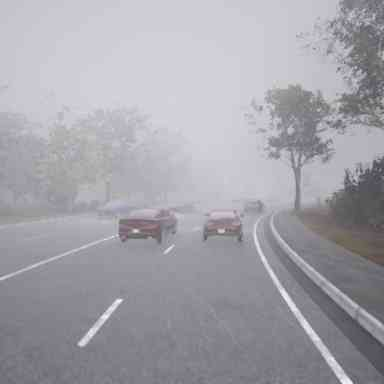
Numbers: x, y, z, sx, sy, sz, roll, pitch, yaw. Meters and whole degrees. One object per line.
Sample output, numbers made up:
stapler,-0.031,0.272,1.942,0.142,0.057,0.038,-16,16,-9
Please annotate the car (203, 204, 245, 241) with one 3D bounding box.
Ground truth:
car,1.630,1.535,16.807,1.812,1.442,4.674,0,0,9

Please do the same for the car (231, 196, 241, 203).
car,9.719,1.565,66.688,2.033,1.411,5.357,0,0,31

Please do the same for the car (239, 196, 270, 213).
car,7.103,1.528,37.536,2.128,1.511,4.902,0,0,20

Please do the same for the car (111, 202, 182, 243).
car,-1.993,1.469,16.253,1.882,1.535,5.008,0,0,8

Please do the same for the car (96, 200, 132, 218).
car,-6.581,1.441,29.516,1.882,1.535,5.008,0,0,15

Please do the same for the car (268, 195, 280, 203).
car,17.344,1.392,72.089,2.097,1.767,4.553,0,0,33

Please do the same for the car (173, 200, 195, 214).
car,-1.245,1.536,35.567,2.033,1.411,5.357,0,0,18
